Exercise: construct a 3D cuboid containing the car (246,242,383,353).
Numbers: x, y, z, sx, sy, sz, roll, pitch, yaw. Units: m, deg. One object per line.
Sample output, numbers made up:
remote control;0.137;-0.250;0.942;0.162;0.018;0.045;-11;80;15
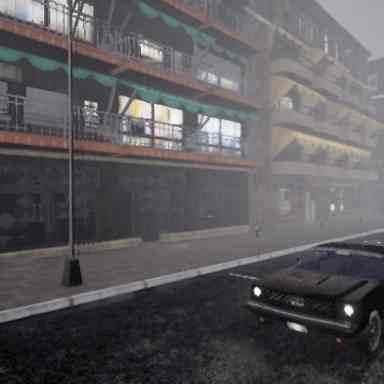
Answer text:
car;3.055;1.754;6.640;1.895;1.301;4.718;-2;-2;42
